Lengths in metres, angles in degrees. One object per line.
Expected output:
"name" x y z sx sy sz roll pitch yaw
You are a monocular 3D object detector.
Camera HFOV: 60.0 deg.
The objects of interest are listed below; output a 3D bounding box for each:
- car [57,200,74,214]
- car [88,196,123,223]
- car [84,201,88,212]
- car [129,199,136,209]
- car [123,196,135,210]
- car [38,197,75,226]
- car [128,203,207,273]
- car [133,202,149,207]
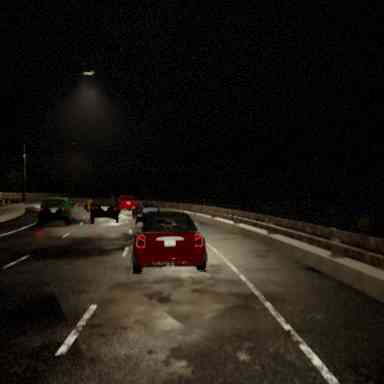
"car" -15.915 1.816 41.713 1.837 1.490 4.892 0 0 -23
"car" -7.302 1.413 27.747 2.150 2.045 5.566 0 0 -16
"car" -13.085 1.784 43.972 1.882 1.535 5.008 0 0 -24
"car" -4.141 1.688 29.548 1.837 1.490 4.892 0 0 -18
"car" -8.571 1.498 42.364 2.150 2.045 5.566 0 0 -22
"car" -10.342 1.416 25.627 2.150 2.045 5.566 0 0 -17
"car" -0.787 1.417 11.132 2.097 1.767 4.553 0 0 -5
"car" -3.030 1.712 24.306 1.994 1.385 4.181 0 0 -7
